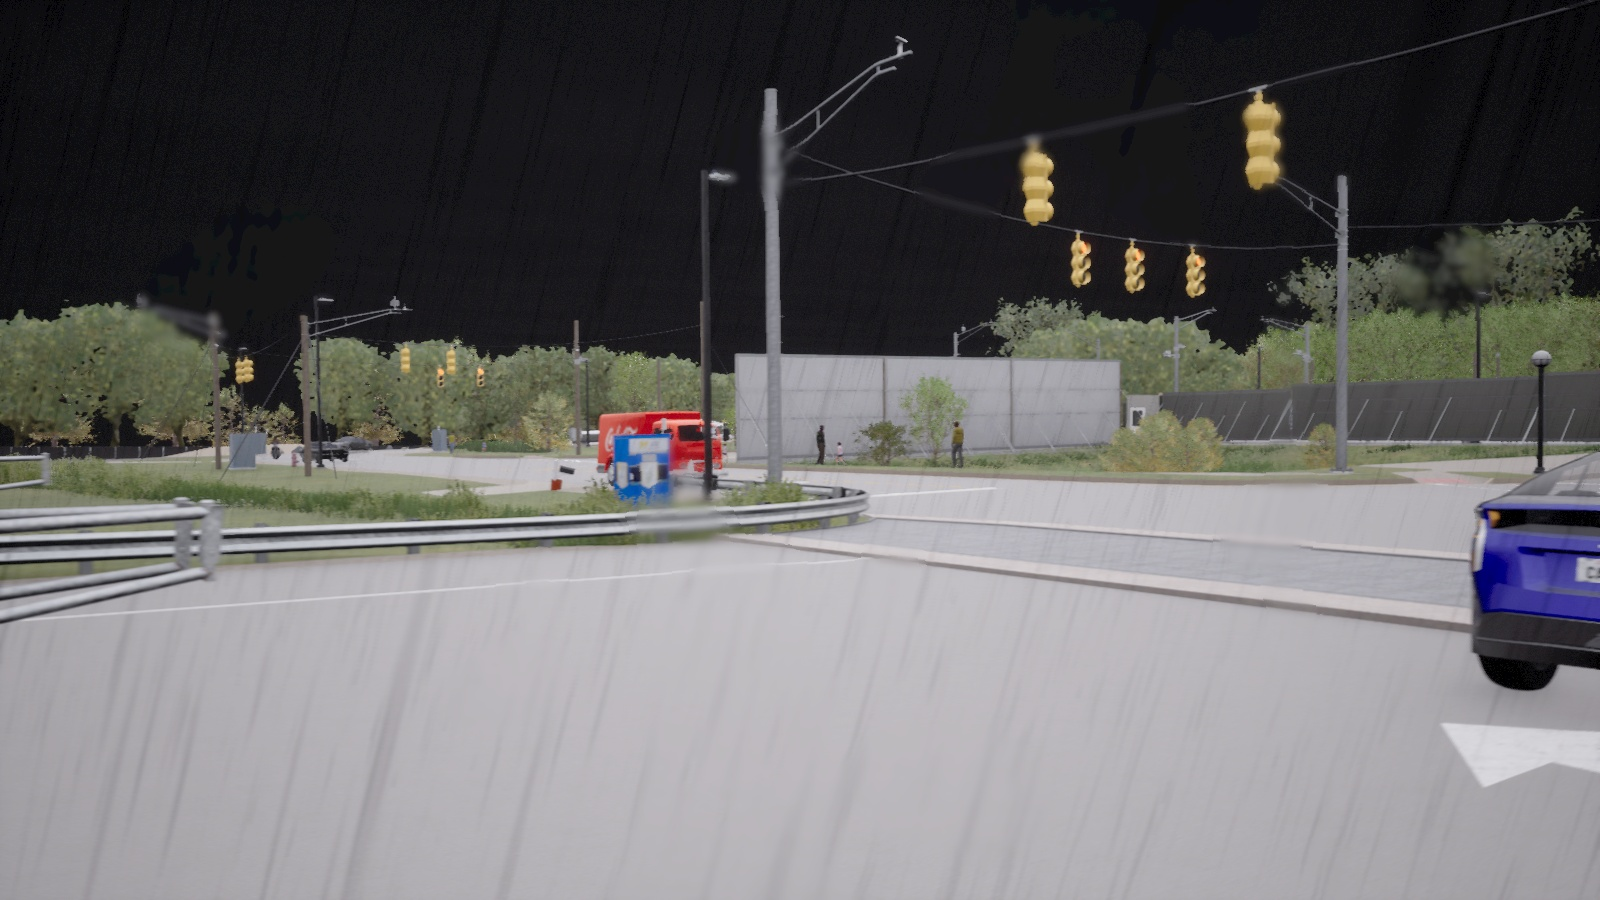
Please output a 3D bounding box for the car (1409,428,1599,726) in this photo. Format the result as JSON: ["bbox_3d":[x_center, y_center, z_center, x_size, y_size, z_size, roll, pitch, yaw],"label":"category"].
[{"bbox_3d":[6.008,0.623,7.965,4.514,1.525,2.007,-2,1,-37],"label":"car"}]

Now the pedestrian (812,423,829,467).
[{"bbox_3d":[0.928,-0.235,56.434,0.395,1.930,0.692,-2,3,-35],"label":"pedestrian"}]

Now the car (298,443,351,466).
[{"bbox_3d":[-29.251,0.258,77.140,1.895,1.301,4.718,-2,2,-35],"label":"car"}]

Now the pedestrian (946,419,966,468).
[{"bbox_3d":[5.976,-0.256,48.135,0.370,1.835,0.726,-2,3,-34],"label":"pedestrian"}]

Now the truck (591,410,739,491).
[{"bbox_3d":[-4.548,-0.016,41.464,2.627,2.467,5.204,-2,2,-35],"label":"truck"}]
